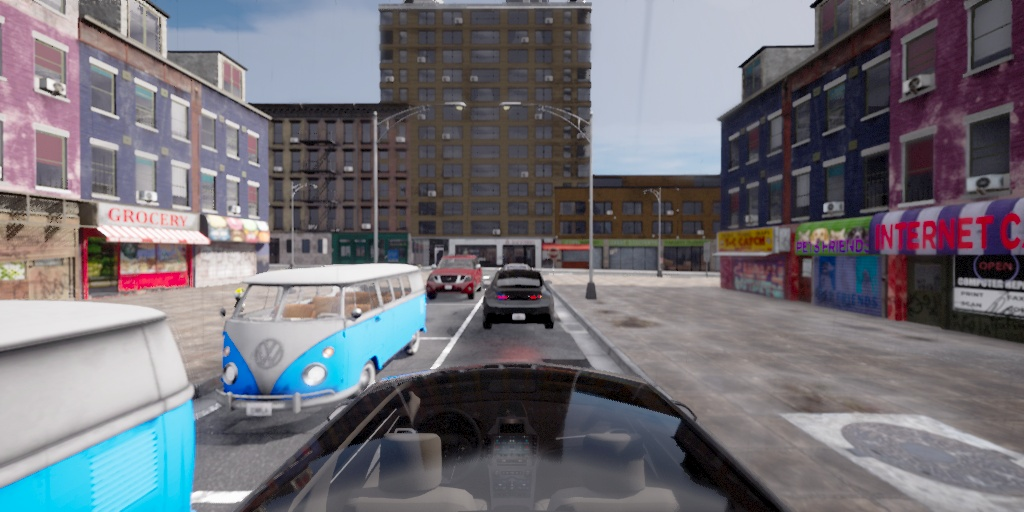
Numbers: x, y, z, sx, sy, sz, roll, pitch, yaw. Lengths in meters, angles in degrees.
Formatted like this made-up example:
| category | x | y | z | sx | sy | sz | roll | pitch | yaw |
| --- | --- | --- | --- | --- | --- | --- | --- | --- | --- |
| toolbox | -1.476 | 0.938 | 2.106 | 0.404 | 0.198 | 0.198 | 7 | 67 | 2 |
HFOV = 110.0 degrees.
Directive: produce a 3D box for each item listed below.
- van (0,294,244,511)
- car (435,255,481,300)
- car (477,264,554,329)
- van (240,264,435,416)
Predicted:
| category | x | y | z | sx | sy | sz | roll | pitch | yaw |
| --- | --- | --- | --- | --- | --- | --- | --- | --- | --- |
| van | -2.656 | 1.108 | 0.382 | 1.690 | 1.789 | 3.998 | 0 | 0 | 1 |
| car | -2.502 | 0.885 | 16.713 | 2.192 | 1.841 | 5.009 | 0 | 0 | 1 |
| car | 0.176 | 1.146 | 10.771 | 1.837 | 1.490 | 4.892 | 0 | 1 | 1 |
| van | -2.605 | 1.043 | 5.826 | 1.690 | 1.789 | 3.998 | 0 | 0 | 1 |
